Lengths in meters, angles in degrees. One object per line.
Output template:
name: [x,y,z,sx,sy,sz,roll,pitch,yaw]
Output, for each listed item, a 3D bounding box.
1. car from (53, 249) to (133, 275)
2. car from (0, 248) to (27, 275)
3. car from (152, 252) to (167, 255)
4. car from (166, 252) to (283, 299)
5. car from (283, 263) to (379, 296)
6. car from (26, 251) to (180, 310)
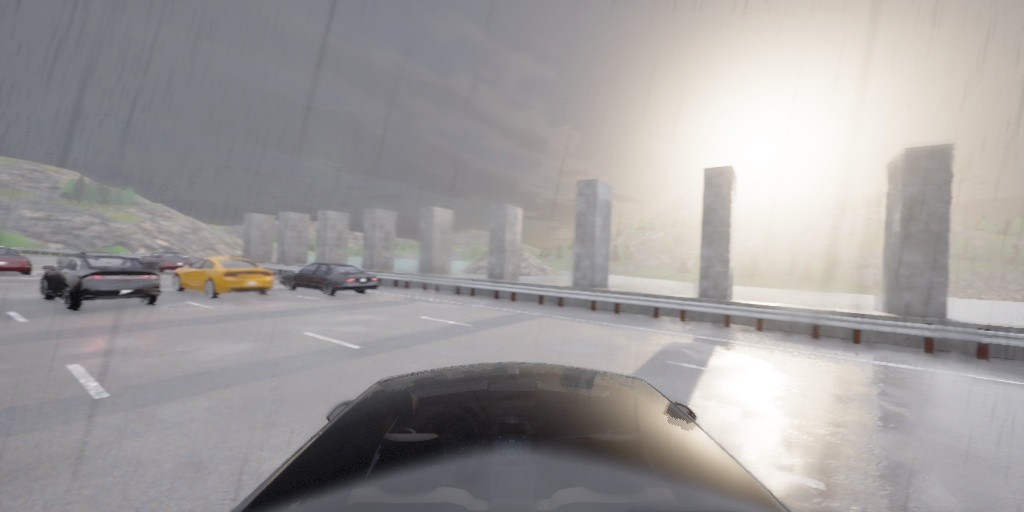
car: [-25.269,0.359,21.615,4.718,1.301,1.895,2,0,25]
car: [-26.936,0.227,18.530,4.181,1.385,1.994,2,0,25]
car: [-24.034,0.399,24.894,4.181,1.385,1.994,2,0,25]
car: [-11.923,0.783,14.746,5.008,1.535,1.882,3,0,29]
car: [-8.665,1.013,16.924,5.357,1.411,2.033,2,0,30]
car: [-13.027,0.727,11.352,4.902,1.511,2.128,2,0,30]
